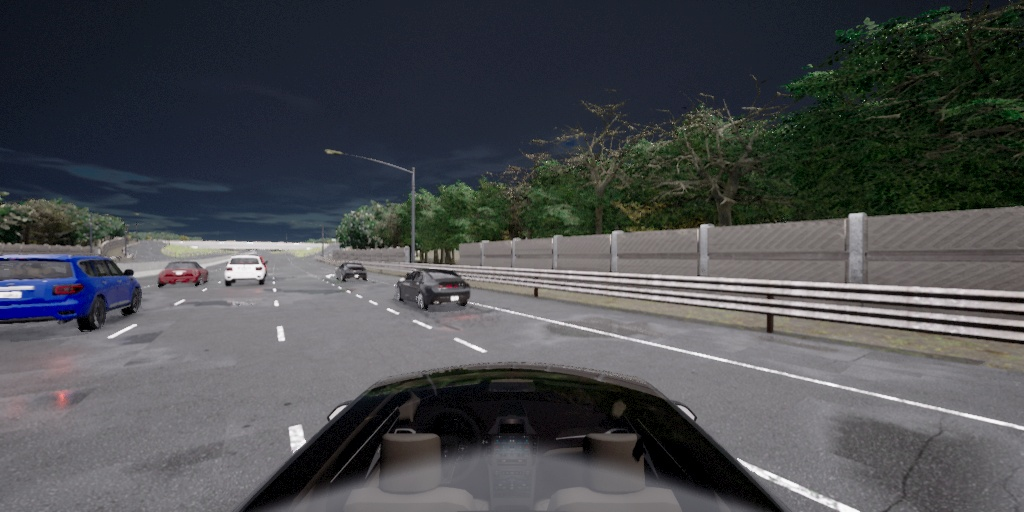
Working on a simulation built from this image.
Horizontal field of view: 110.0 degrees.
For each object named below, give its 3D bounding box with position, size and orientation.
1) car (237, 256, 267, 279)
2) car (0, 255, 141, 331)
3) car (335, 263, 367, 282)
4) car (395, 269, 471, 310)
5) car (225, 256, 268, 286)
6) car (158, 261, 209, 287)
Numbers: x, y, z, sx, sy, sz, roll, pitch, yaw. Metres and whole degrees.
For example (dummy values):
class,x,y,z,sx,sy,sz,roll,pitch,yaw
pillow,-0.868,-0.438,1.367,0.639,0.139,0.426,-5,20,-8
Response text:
class,x,y,z,sx,sy,sz,roll,pitch,yaw
car,-25.271,1.045,35.001,2.150,2.045,5.566,0,0,-34
car,-12.991,0.993,10.446,2.150,2.045,5.566,0,0,-34
car,-13.463,1.322,29.941,1.837,1.490,4.892,0,-1,-34
car,-3.446,1.292,15.076,1.837,1.490,4.892,0,0,-34
car,-19.278,1.029,26.047,2.150,2.045,5.566,0,0,-34
car,-22.878,1.157,25.123,2.097,1.767,4.553,0,0,-34
